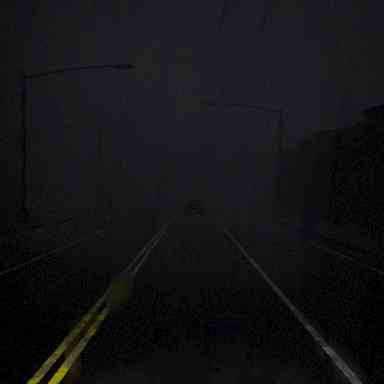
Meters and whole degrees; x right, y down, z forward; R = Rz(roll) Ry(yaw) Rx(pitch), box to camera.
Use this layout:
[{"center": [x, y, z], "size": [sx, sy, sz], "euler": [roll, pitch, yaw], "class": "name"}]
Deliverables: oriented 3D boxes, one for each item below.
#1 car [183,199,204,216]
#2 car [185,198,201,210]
[{"center": [0.149, 1.491, 32.343], "size": [2.128, 1.511, 4.902], "euler": [0, 0, 0], "class": "car"}, {"center": [0.157, 1.564, 42.769], "size": [1.994, 1.385, 4.181], "euler": [0, 0, 0], "class": "car"}]
